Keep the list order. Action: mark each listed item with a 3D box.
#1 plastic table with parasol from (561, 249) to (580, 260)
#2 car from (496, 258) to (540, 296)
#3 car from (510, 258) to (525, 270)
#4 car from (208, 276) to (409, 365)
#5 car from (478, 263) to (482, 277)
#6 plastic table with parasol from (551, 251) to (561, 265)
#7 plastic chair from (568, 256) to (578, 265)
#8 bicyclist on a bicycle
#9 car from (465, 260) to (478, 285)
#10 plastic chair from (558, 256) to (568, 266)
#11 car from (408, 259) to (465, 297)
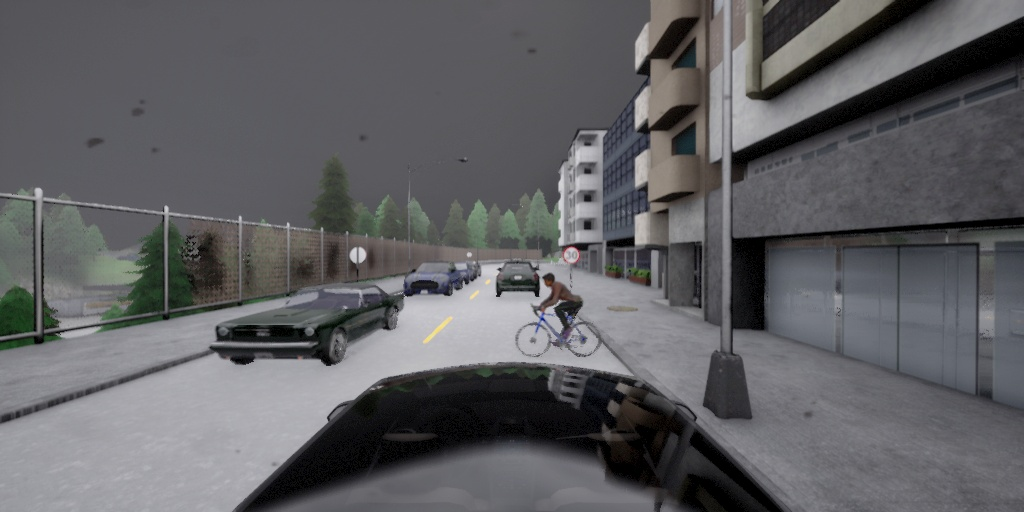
[{"bbox_3d":[9.990,0.434,59.727,2.482,2.480,2.482,0,0,1],"label":"plastic table with parasol"},{"bbox_3d":[0.303,1.031,18.662,2.097,1.767,4.553,0,0,1],"label":"car"},{"bbox_3d":[0.669,1.039,46.551,1.882,1.535,5.008,0,-1,1],"label":"car"},{"bbox_3d":[-4.043,1.323,8.081,1.895,1.301,4.718,0,0,1],"label":"car"},{"bbox_3d":[-3.695,1.119,30.561,2.128,1.511,4.902,0,0,1],"label":"car"},{"bbox_3d":[8.586,0.415,64.055,2.482,2.480,2.482,0,0,1],"label":"plastic table with parasol"},{"bbox_3d":[9.983,1.044,58.297,0.750,1.272,0.730,0,0,11],"label":"plastic chair"},{"bbox_3d":[0.881,1.151,6.885,1.656,1.620,0.582,-1,0,1],"label":"bicyclist on a bicycle"},{"bbox_3d":[-3.718,1.177,24.948,1.812,1.442,4.674,0,0,1],"label":"car"},{"bbox_3d":[8.513,1.037,59.936,0.730,1.272,0.750,0,0,11],"label":"plastic chair"},{"bbox_3d":[-3.899,1.031,18.323,2.097,1.767,4.553,0,0,1],"label":"car"}]
